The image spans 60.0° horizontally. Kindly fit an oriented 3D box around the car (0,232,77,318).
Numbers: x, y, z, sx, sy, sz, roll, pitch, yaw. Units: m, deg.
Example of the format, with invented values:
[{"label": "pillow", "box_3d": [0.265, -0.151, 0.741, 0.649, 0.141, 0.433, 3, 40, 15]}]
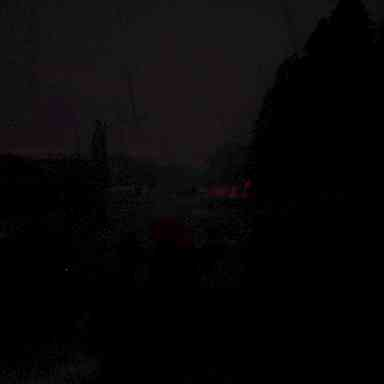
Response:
[{"label": "car", "box_3d": [-4.098, 1.590, 6.960, 2.033, 1.411, 5.357, 0, 0, 0]}]
